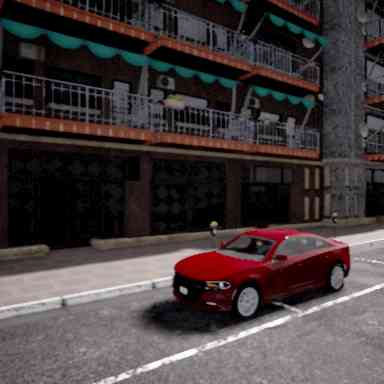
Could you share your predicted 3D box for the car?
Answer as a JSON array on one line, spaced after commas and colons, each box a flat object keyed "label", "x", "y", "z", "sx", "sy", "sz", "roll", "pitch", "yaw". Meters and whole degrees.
[{"label": "car", "x": 1.681, "y": 1.516, "z": 7.293, "sx": 4.507, "sy": 1.381, "sz": 1.887, "roll": 0, "pitch": 1, "yaw": -36}]
